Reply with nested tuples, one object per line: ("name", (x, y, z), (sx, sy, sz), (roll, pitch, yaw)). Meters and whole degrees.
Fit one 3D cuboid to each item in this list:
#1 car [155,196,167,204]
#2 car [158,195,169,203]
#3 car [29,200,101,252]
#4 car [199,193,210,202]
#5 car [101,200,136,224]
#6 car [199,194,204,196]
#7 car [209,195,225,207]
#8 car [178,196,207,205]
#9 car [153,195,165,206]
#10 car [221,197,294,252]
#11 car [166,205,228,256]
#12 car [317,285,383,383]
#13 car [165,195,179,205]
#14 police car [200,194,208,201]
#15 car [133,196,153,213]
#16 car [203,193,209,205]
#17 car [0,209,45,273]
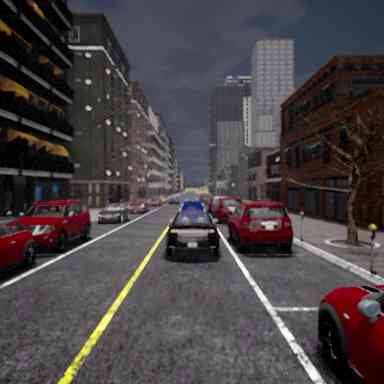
("car", (-5.715, 1.450, 61.931), (1.752, 1.417, 4.829), (-1, 0, 0))
("car", (-5.716, 1.357, 67.681), (1.967, 1.590, 4.097), (-1, 0, 0))
("car", (-5.711, 1.300, 13.827), (2.192, 1.841, 5.009), (-1, 0, 0))
("car", (2.627, 1.223, 73.312), (2.192, 1.841, 5.009), (-1, 0, 0))
("car", (-5.709, 1.523, 24.642), (2.008, 1.369, 4.403), (-1, 0, 0))
("car", (2.667, 1.492, 56.581), (2.008, 1.369, 4.403), (-1, 0, 0))
("car", (2.667, 1.288, 24.636), (2.192, 1.841, 5.009), (-1, 0, 0))
("car", (0.050, 1.444, 29.274), (1.882, 1.535, 5.008), (0, 0, 1))
("car", (-5.715, 1.379, 51.678), (1.967, 1.590, 4.097), (-1, 0, 0))
("car", (2.669, 1.300, 13.822), (2.192, 1.841, 5.009), (-1, 0, 0))
("car", (0.041, 1.477, 13.070), (2.128, 1.511, 4.902), (0, 0, 1))
("car", (2.673, 1.437, 3.007), (1.967, 1.590, 4.097), (-1, 0, 0))
("car", (-3.062, 1.478, 57.455), (2.033, 1.411, 5.357), (0, 0, 1))
("police car", (2.986, 1.316, 84.486), (1.930, 1.638, 5.238), (0, 0, 0))
("car", (-5.712, 1.399, 35.456), (1.967, 1.590, 4.097), (-1, 0, 0))
("car", (2.665, 1.274, 35.450), (2.192, 1.841, 5.009), (-1, 0, 0))
("car", (-5.708, 1.431, 8.420), (1.967, 1.590, 4.097), (-1, 0, 0))
